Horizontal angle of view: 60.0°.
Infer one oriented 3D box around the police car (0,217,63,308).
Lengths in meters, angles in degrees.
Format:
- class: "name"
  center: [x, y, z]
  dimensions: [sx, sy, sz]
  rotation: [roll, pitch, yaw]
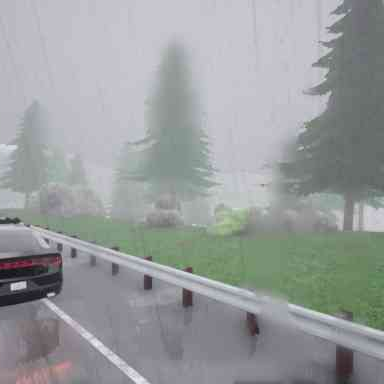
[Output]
- class: "police car"
  center: [-4.666, 1.424, 7.744]
  dimensions: [1.930, 1.638, 5.238]
  rotation: [0, 0, -40]
